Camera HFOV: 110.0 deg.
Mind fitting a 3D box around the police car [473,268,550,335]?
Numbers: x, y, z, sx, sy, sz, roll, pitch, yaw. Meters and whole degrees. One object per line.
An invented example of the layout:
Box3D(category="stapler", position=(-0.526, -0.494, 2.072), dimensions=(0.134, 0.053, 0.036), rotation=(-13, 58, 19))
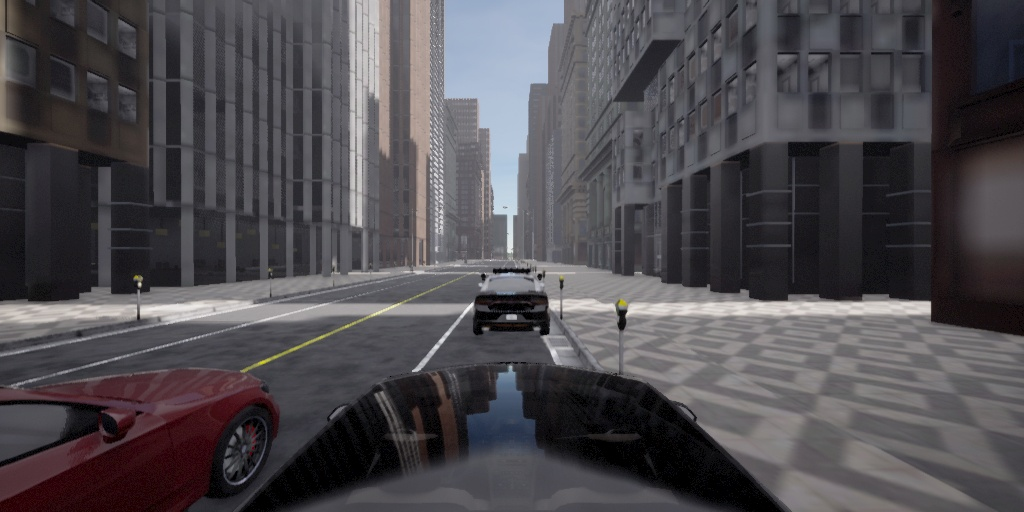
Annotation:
Box3D(category="police car", position=(-0.012, 1.164, 10.610), dimensions=(1.930, 1.638, 5.238), rotation=(0, 0, 0))

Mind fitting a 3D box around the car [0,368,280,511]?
Box3D(category="car", position=(-3.145, 1.269, 1.501), dimensions=(1.812, 1.442, 4.674), rotation=(0, 0, 0))
